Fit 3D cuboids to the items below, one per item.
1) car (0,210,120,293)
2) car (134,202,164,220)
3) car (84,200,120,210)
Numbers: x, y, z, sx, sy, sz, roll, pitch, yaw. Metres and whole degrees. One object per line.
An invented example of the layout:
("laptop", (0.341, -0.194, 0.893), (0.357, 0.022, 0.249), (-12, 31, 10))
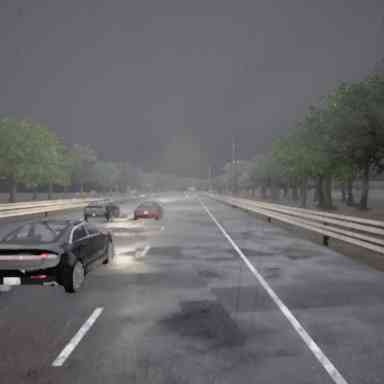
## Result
("car", (-3.401, 1.462, 8.718), (2.128, 1.511, 4.902), (0, 0, 0))
("car", (-3.400, 1.468, 26.599), (1.994, 1.385, 4.181), (0, 0, 0))
("car", (-6.901, 1.399, 25.834), (2.128, 1.511, 4.902), (0, 0, 0))
